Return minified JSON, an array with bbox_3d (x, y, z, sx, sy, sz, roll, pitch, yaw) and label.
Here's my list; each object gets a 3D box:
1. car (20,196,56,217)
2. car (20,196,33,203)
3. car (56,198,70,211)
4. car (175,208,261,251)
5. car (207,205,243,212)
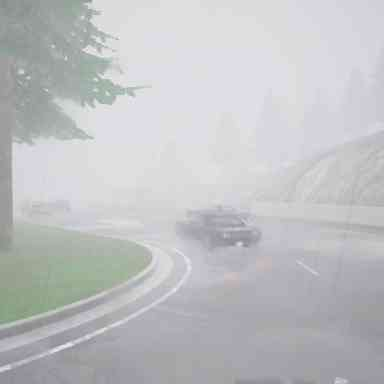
[{"bbox_3d":[-15.002,1.478,32.008,1.882,1.535,5.008,0,0,-38],"label":"car"},{"bbox_3d":[-33.615,1.553,67.564,1.994,1.385,4.181,0,0,-32],"label":"car"},{"bbox_3d":[-15.687,1.503,39.048,1.837,1.490,4.892,0,0,-34],"label":"car"},{"bbox_3d":[0.867,1.601,14.277,1.895,1.301,4.718,0,0,-23],"label":"car"},{"bbox_3d":[1.730,1.601,24.066,1.895,1.301,4.718,0,0,-44],"label":"car"}]
